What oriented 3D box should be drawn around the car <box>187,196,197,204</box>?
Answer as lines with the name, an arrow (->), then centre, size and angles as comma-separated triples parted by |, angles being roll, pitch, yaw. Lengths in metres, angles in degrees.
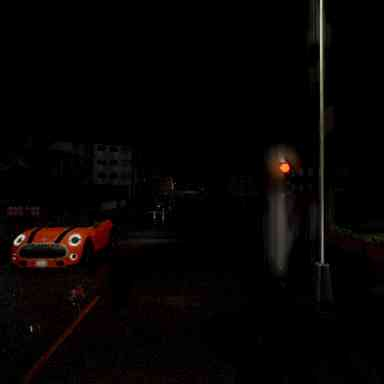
car -> 0.082, 1.547, 66.201 | 2.033, 1.411, 5.357 | 0, 0, 0

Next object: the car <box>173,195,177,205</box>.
car -> -4.023, 1.491, 55.165 | 2.128, 1.511, 4.902 | 0, 0, 0

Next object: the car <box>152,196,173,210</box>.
car -> -4.047, 1.491, 43.086 | 2.128, 1.511, 4.902 | 0, 0, 0

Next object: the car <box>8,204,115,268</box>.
car -> -4.086, 1.352, 11.266 | 2.097, 1.767, 4.553 | 0, 0, 0

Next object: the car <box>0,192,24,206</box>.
car -> -19.715, 0.985, 35.000 | 1.905, 1.878, 3.866 | 0, 0, 35

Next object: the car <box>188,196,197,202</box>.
car -> 0.095, 1.583, 76.796 | 1.895, 1.301, 4.718 | 0, 0, 0
